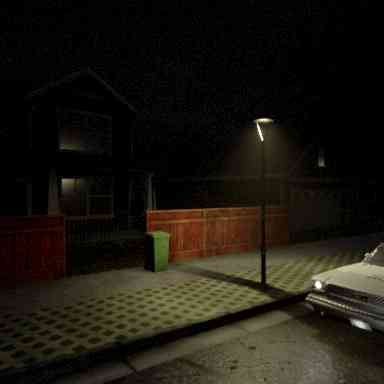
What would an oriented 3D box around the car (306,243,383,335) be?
[{"bbox_3d":[4.218,1.600,6.086,4.718,1.301,1.895,0,0,-36],"label":"car"}]
